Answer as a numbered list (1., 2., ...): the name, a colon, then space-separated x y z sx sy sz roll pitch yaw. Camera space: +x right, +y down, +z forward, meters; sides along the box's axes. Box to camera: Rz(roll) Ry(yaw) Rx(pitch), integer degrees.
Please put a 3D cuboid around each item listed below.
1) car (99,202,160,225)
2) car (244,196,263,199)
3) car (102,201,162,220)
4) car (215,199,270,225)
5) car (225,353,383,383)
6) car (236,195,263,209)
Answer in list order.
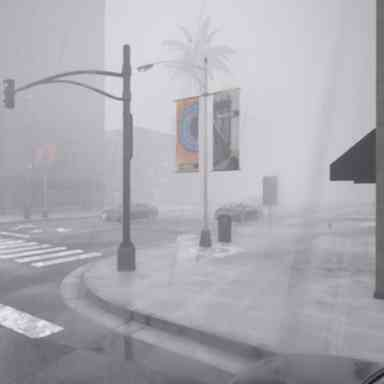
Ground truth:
1. car: -4.571 1.502 24.514 2.128 1.511 4.902 0 0 35
2. car: 8.399 1.407 42.848 2.097 1.767 4.553 0 0 35
3. car: -5.138 1.557 29.348 2.033 1.411 5.357 0 0 35
4. car: 3.527 1.524 24.383 2.128 1.511 4.902 0 0 35
5. car: 1.990 1.551 1.427 4.403 1.369 2.008 0 0 36
6. car: 8.512 1.412 48.594 2.097 1.767 4.553 0 0 36
